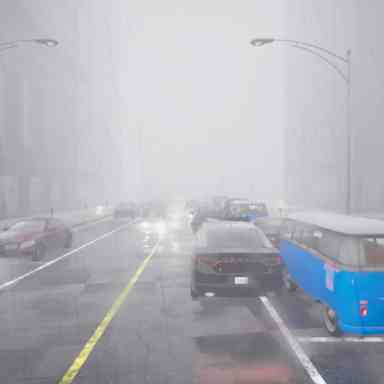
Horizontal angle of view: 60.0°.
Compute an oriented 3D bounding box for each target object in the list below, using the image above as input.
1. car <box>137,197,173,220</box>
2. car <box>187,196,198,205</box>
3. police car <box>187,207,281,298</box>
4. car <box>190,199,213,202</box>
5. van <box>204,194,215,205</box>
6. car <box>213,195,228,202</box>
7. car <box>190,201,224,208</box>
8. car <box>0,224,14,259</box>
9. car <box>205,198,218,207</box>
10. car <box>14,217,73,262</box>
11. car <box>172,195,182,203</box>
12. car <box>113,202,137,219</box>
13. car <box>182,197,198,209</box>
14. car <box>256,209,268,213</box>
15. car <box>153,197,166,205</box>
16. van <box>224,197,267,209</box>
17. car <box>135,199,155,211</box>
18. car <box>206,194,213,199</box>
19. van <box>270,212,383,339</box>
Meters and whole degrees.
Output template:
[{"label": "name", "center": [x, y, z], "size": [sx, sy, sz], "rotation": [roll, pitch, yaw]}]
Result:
[{"label": "car", "center": [-3.037, 1.484, 28.311], "size": [2.128, 1.511, 4.902], "rotation": [0, 0, 0]}, {"label": "car", "center": [0.125, 1.517, 60.005], "size": [1.994, 1.385, 4.181], "rotation": [0, 0, 0]}, {"label": "police car", "center": [0.916, 1.423, 8.699], "size": [1.930, 1.638, 5.238], "rotation": [0, 0, 0]}, {"label": "car", "center": [0.950, 1.499, 24.588], "size": [1.837, 1.490, 4.892], "rotation": [0, 0, 0]}, {"label": "van", "center": [2.971, 1.299, 57.197], "size": [1.690, 1.788, 3.998], "rotation": [0, 0, 0]}, {"label": "car", "center": [2.898, 1.309, 23.304], "size": [2.192, 1.841, 5.009], "rotation": [0, 0, 0]}, {"label": "car", "center": [0.937, 1.501, 18.589], "size": [1.837, 1.490, 4.892], "rotation": [0, 0, 0]}, {"label": "car", "center": [-5.661, 1.549, 6.373], "size": [2.008, 1.369, 4.403], "rotation": [0, 0, 0]}, {"label": "car", "center": [2.960, 1.549, 51.549], "size": [1.802, 1.307, 4.206], "rotation": [0, 0, 0]}, {"label": "car", "center": [-5.649, 1.579, 12.022], "size": [1.802, 1.307, 4.206], "rotation": [0, 0, 0]}, {"label": "car", "center": [-2.862, 1.418, 66.168], "size": [1.882, 1.535, 5.008], "rotation": [0, 0, 0]}, {"label": "car", "center": [-5.613, 1.537, 28.969], "size": [1.887, 1.381, 4.507], "rotation": [0, 0, 0]}, {"label": "car", "center": [0.106, 1.468, 44.993], "size": [2.128, 1.511, 4.902], "rotation": [0, 0, 0]}, {"label": "car", "center": [2.875, 1.542, 12.007], "size": [1.887, 1.381, 4.507], "rotation": [0, 0, 0]}, {"label": "car", "center": [-5.553, 1.524, 57.215], "size": [1.947, 1.339, 4.313], "rotation": [0, 0, 0]}, {"label": "van", "center": [2.886, 1.337, 17.655], "size": [1.690, 1.788, 3.998], "rotation": [0, 0, 0]}, {"label": "car", "center": [-5.589, 1.564, 40.267], "size": [1.802, 1.307, 4.206], "rotation": [0, 0, 0]}, {"label": "car", "center": [2.923, 1.303, 34.602], "size": [2.192, 1.841, 5.009], "rotation": [0, 0, 0]}, {"label": "van", "center": [2.862, 1.339, 6.359], "size": [1.690, 1.788, 3.998], "rotation": [0, 0, 0]}]
